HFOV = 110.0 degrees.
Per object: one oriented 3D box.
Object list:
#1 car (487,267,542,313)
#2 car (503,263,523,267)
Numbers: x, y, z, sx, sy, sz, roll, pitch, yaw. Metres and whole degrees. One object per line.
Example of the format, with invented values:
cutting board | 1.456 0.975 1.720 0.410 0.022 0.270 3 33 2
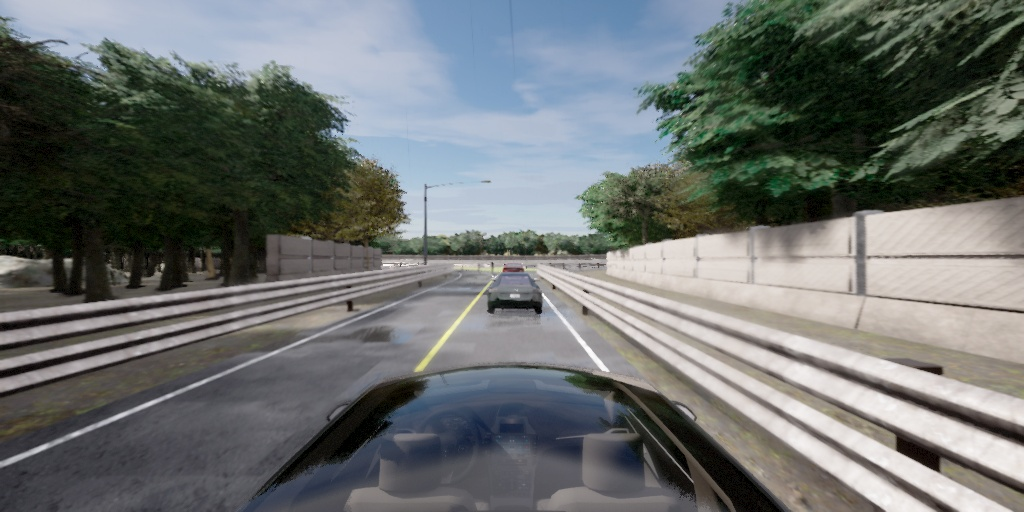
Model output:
car | 0.104 1.324 14.140 1.994 1.385 4.181 1 0 0
car | 0.176 1.324 32.026 1.882 1.535 5.008 2 -1 1
